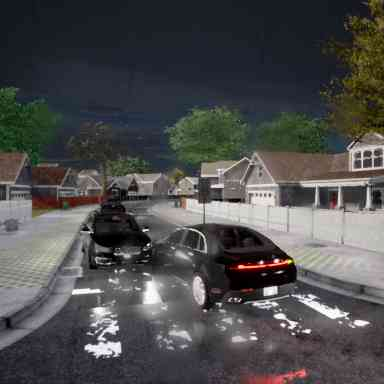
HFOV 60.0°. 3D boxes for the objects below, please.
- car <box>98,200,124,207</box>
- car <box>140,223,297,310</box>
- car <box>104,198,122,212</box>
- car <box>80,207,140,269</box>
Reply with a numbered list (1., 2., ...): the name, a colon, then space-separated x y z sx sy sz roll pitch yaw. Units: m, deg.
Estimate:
1. car: -4.879 1.498 20.587 1.837 1.490 4.892 0 0 -15
2. car: 0.381 1.506 8.015 1.837 1.490 4.892 0 -1 -24
3. car: -9.486 1.522 40.065 1.812 1.442 4.674 0 0 -9
4. car: -2.700 1.492 11.340 1.837 1.490 4.892 1 0 -23
